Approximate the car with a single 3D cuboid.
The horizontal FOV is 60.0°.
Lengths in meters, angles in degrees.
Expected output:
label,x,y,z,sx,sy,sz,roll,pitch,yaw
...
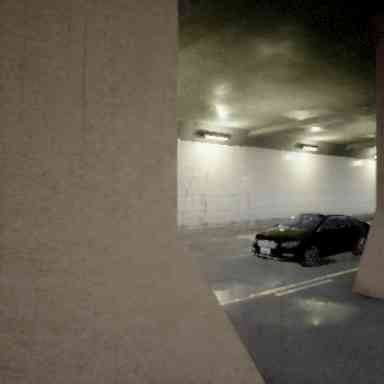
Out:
label,x,y,z,sx,sy,sz,roll,pitch,yaw
car,4.166,1.461,11.260,4.902,1.511,2.128,0,0,-35
